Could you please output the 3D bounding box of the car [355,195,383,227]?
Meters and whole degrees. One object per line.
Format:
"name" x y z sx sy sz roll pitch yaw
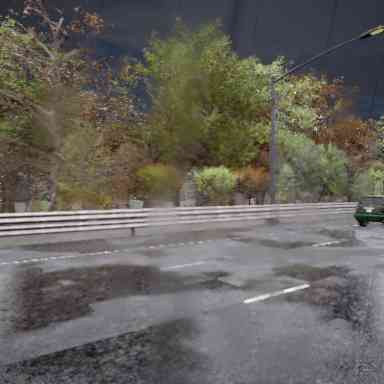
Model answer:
"car" 12.733 1.222 21.363 5.566 2.045 2.150 0 0 -35
